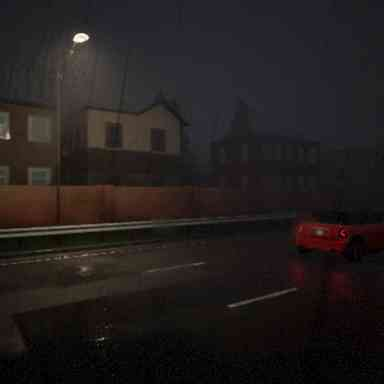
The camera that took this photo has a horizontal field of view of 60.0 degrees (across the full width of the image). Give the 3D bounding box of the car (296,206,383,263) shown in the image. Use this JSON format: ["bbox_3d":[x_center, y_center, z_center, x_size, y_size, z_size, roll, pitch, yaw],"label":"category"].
[{"bbox_3d":[5.974,1.364,12.313,4.553,1.767,2.097,0,0,-36],"label":"car"}]
